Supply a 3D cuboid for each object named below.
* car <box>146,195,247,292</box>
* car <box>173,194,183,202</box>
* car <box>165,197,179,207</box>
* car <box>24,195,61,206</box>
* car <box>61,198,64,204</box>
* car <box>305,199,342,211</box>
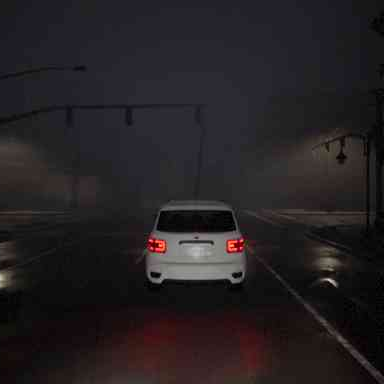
[{"bbox_3d":[0.089,1.221,9.091,2.150,2.045,5.566,0,0,0],"label":"car"},{"bbox_3d":[-3.258,1.354,79.020,2.097,1.767,4.553,0,0,0],"label":"car"},{"bbox_3d":[-3.120,1.546,52.584,2.033,1.411,5.357,0,0,0],"label":"car"},{"bbox_3d":[-23.303,1.294,51.024,4.611,1.667,2.242,0,0,1],"label":"car"},{"bbox_3d":[-24.018,1.455,56.775,3.806,1.475,1.970,0,0,1],"label":"car"},{"bbox_3d":[16.225,1.563,41.091,4.181,1.385,1.994,0,0,0],"label":"car"}]
